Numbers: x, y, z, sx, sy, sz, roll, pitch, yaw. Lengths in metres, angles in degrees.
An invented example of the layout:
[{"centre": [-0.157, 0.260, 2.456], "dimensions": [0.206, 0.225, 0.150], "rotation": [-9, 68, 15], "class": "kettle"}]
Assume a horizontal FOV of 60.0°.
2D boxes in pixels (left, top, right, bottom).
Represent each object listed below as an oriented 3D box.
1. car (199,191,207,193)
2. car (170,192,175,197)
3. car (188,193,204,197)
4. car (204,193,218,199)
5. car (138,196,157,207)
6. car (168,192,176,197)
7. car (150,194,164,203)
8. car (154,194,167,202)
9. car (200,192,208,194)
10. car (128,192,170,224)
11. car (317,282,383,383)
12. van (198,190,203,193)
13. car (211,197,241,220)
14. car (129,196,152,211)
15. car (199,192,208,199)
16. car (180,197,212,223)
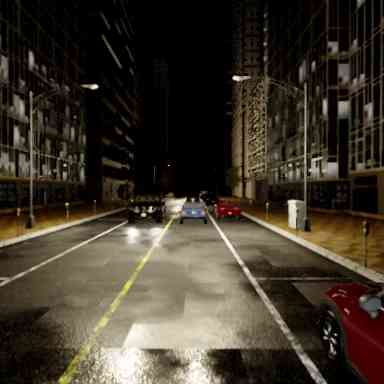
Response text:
[{"centre": [2.706, 0.993, 65.647], "dimensions": [1.947, 1.339, 4.313], "rotation": [0, 1, 0], "class": "car"}, {"centre": [-5.670, 0.731, 88.257], "dimensions": [1.752, 1.417, 4.829], "rotation": [0, 1, 0], "class": "car"}, {"centre": [0.108, 1.195, 41.825], "dimensions": [2.033, 1.411, 5.357], "rotation": [0, 1, 0], "class": "car"}, {"centre": [2.701, 1.203, 42.879], "dimensions": [1.947, 1.339, 4.313], "rotation": [0, 1, 0], "class": "car"}, {"centre": [-5.680, 1.219, 42.889], "dimensions": [1.802, 1.307, 4.206], "rotation": [0, 1, 0], "class": "car"}, {"centre": [-5.669, 0.697, 94.120], "dimensions": [2.008, 1.369, 4.403], "rotation": [0, 1, 0], "class": "car"}, {"centre": [-5.677, 1.078, 54.273], "dimensions": [1.887, 1.381, 4.507], "rotation": [0, 1, 0], "class": "car"}, {"centre": [-5.677, 1.047, 59.965], "dimensions": [1.947, 1.339, 4.313], "rotation": [0, 1, 0], "class": "car"}, {"centre": [2.703, 1.099, 54.263], "dimensions": [1.947, 1.339, 4.313], "rotation": [0, 1, 0], "class": "car"}, {"centre": [-2.996, 1.030, 23.332], "dimensions": [2.150, 2.045, 5.566], "rotation": [0, 1, 0], "class": "car"}, {"centre": [2.692, 1.415, 3.032], "dimensions": [1.967, 1.590, 4.097], "rotation": [0, 0, 0], "class": "car"}, {"centre": [2.707, 0.713, 71.338], "dimensions": [1.690, 1.788, 3.998], "rotation": [0, 1, 0], "class": "van"}, {"centre": [2.697, 1.333, 25.803], "dimensions": [1.887, 1.381, 4.507], "rotation": [0, 0, 0], "class": "car"}, {"centre": [-5.681, 1.234, 37.195], "dimensions": [1.887, 1.381, 4.507], "rotation": [0, 1, 0], "class": "car"}, {"centre": [2.708, 0.757, 77.030], "dimensions": [1.967, 1.590, 4.097], "rotation": [0, 1, 0], "class": "car"}, {"centre": [0.104, 1.355, 23.578], "dimensions": [2.033, 1.411, 5.357], "rotation": [0, 0, 0], "class": "car"}]
